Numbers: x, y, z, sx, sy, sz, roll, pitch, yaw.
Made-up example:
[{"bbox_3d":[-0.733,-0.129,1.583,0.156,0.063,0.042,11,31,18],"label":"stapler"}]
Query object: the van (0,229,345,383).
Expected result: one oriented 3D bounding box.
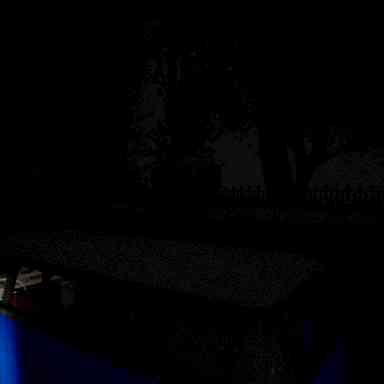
[{"bbox_3d":[-0.667,1.341,3.188,3.998,1.788,1.690,0,0,35],"label":"van"}]
